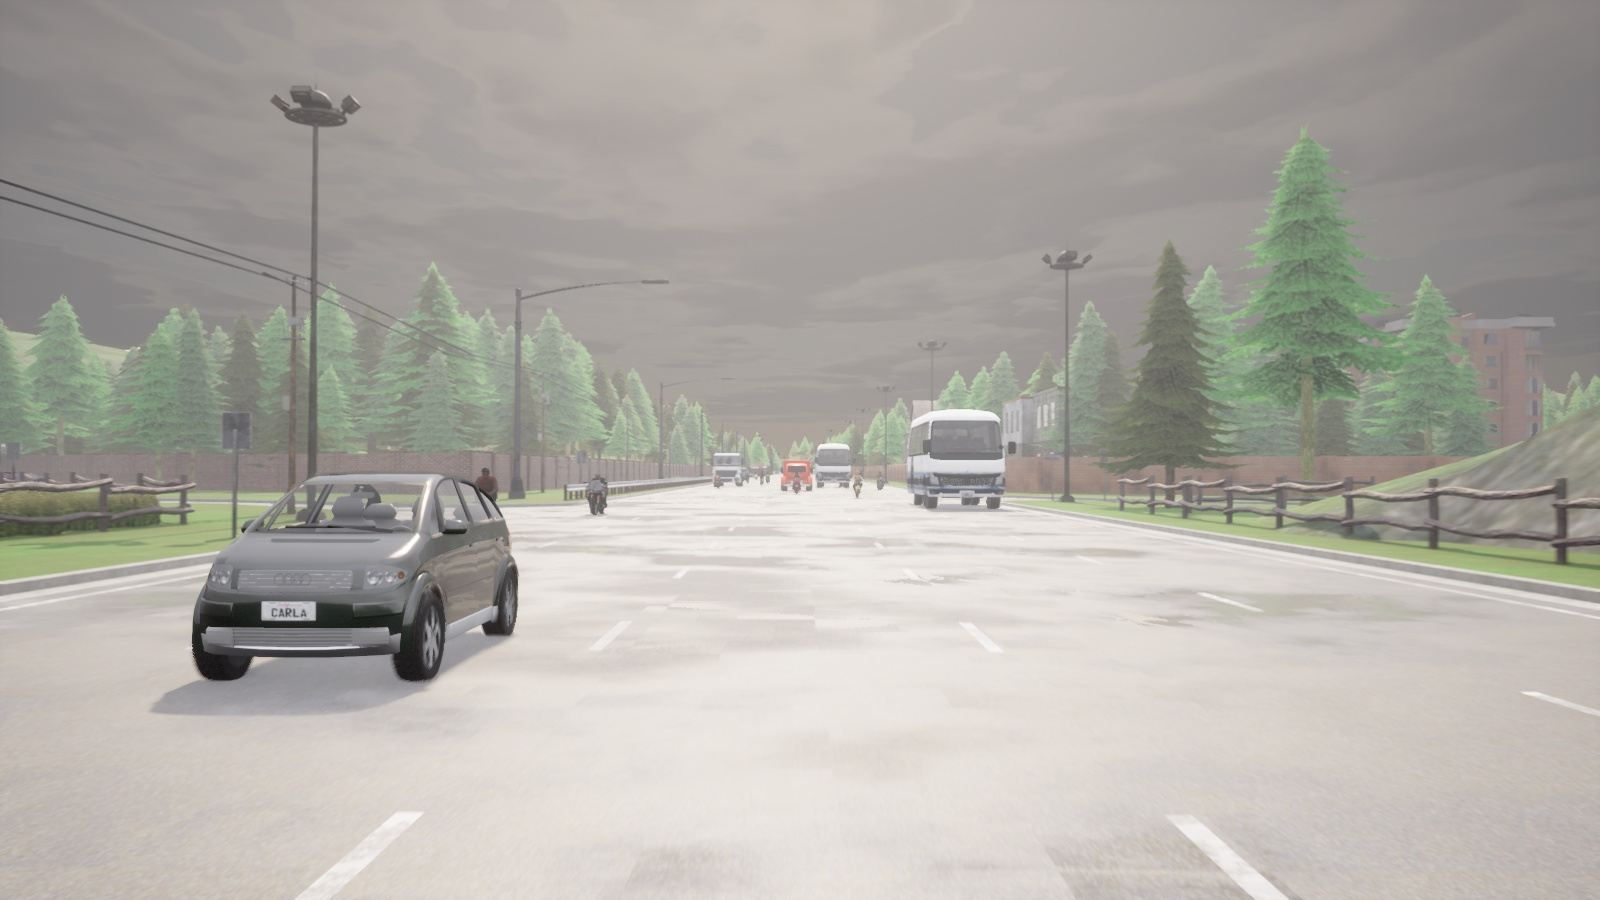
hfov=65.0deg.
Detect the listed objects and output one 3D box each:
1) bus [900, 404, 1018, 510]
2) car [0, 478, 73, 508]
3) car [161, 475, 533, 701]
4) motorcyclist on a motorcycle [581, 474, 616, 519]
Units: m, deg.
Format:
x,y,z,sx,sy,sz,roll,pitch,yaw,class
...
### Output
x,y,z,sx,sy,sz,roll,pitch,yaw,class
6.857,0.366,56.073,3.944,4.253,10.273,0,-1,0,bus
-37.561,2.066,60.883,4.181,1.385,1.994,-1,-1,25,car
-3.526,0.987,10.540,1.789,1.549,3.705,0,-1,0,car
-7.109,1.634,44.361,0.866,1.530,2.191,0,-1,0,motorcyclist on a motorcycle
